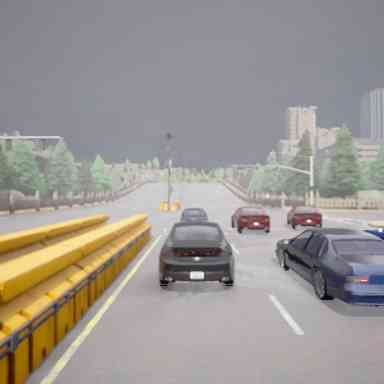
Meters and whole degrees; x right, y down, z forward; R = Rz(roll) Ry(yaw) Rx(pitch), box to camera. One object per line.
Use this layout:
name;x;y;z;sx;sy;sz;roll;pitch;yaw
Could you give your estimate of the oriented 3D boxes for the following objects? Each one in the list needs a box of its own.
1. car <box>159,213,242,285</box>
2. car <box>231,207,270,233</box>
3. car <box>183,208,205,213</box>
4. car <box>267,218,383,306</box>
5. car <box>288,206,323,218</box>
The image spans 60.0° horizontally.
car;0.116;1.596;9.726;1.837;1.490;4.892;0;0;0
car;3.633;1.674;21.230;1.882;1.535;5.008;0;-1;0
car;0.133;1.747;21.509;2.033;1.411;5.357;0;-1;0
car;3.611;1.626;8.417;2.033;1.411;5.357;0;0;0
car;7.828;1.693;23.267;1.882;1.535;5.008;0;0;11
